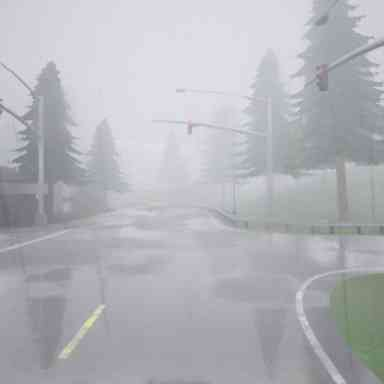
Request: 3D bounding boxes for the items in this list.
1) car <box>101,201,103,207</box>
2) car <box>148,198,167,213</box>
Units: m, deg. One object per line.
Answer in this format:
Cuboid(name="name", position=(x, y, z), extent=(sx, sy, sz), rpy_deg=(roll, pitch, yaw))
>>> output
Cuboid(name="car", position=(-15.024, 1.511, 48.539), extent=(4.892, 1.490, 1.837), rpy_deg=(0, 0, 3))
Cuboid(name="car", position=(-3.961, 1.472, 37.911), extent=(1.882, 1.535, 5.008), rpy_deg=(0, 0, -10))
